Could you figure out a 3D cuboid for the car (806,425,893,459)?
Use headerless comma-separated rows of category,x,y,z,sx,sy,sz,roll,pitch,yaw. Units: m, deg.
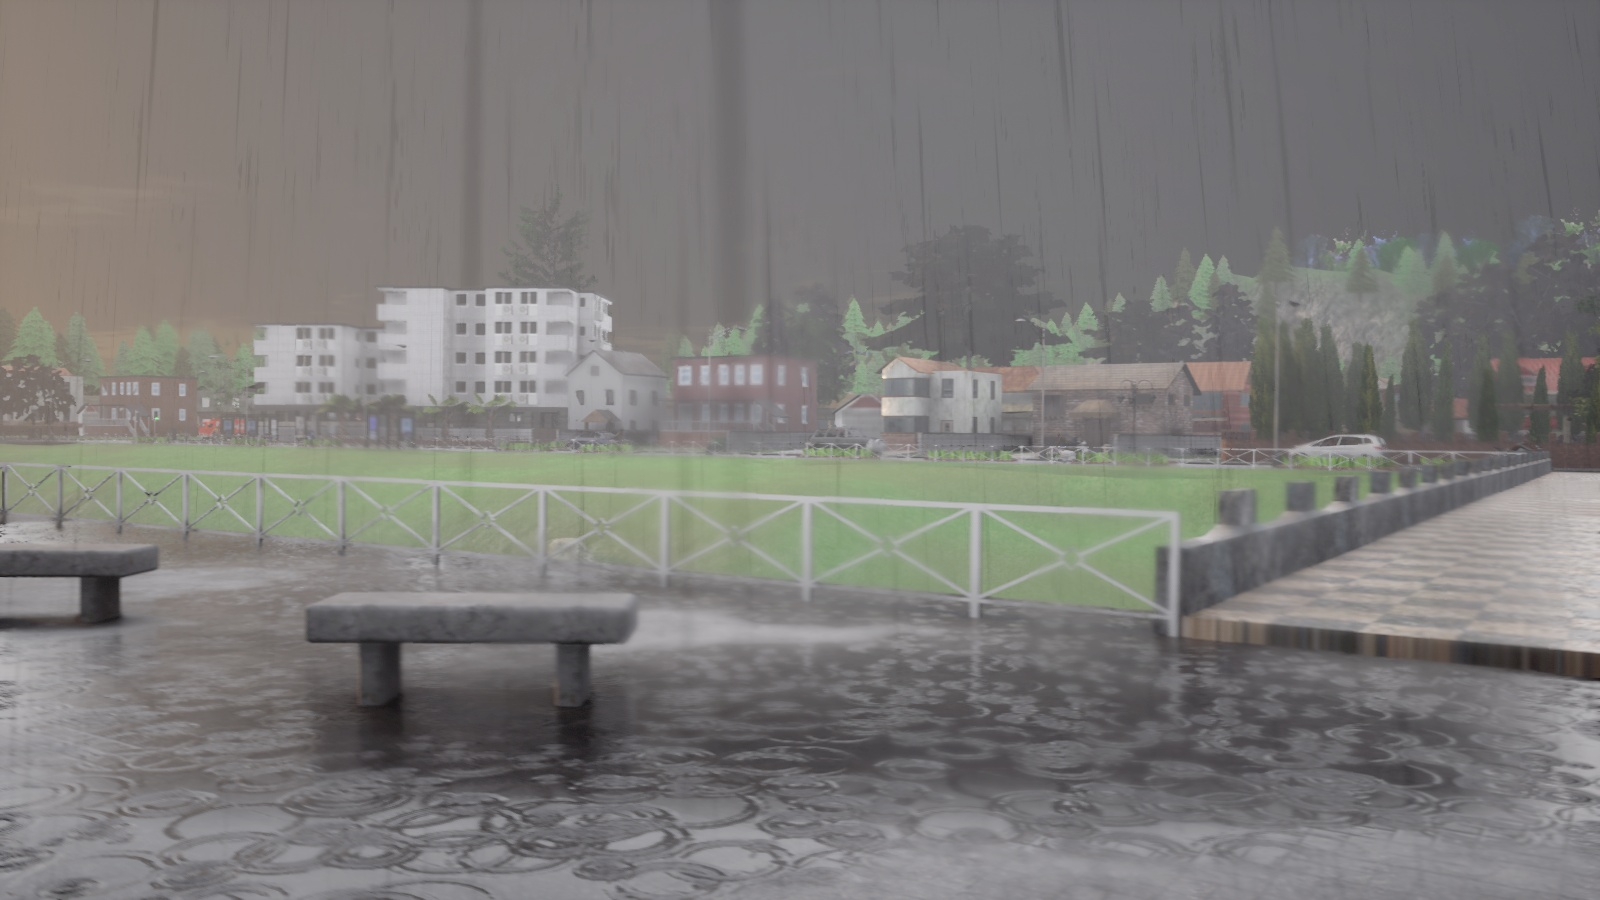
car,2.830,-0.455,71.591,4.605,1.855,1.932,0,1,34

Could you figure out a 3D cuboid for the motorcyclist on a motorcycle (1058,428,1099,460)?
motorcyclist on a motorcycle,14.189,-0.318,64.044,1.817,1.590,0.866,0,1,34

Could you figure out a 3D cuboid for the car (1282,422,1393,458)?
car,26.065,-0.492,60.951,4.611,1.667,2.242,0,1,34

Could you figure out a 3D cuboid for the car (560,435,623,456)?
car,-14.604,-0.323,87.986,4.193,1.474,1.816,0,1,34

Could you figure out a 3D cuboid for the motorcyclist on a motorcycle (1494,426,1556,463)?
motorcyclist on a motorcycle,30.653,-0.236,53.102,2.191,1.530,0.866,0,1,34
